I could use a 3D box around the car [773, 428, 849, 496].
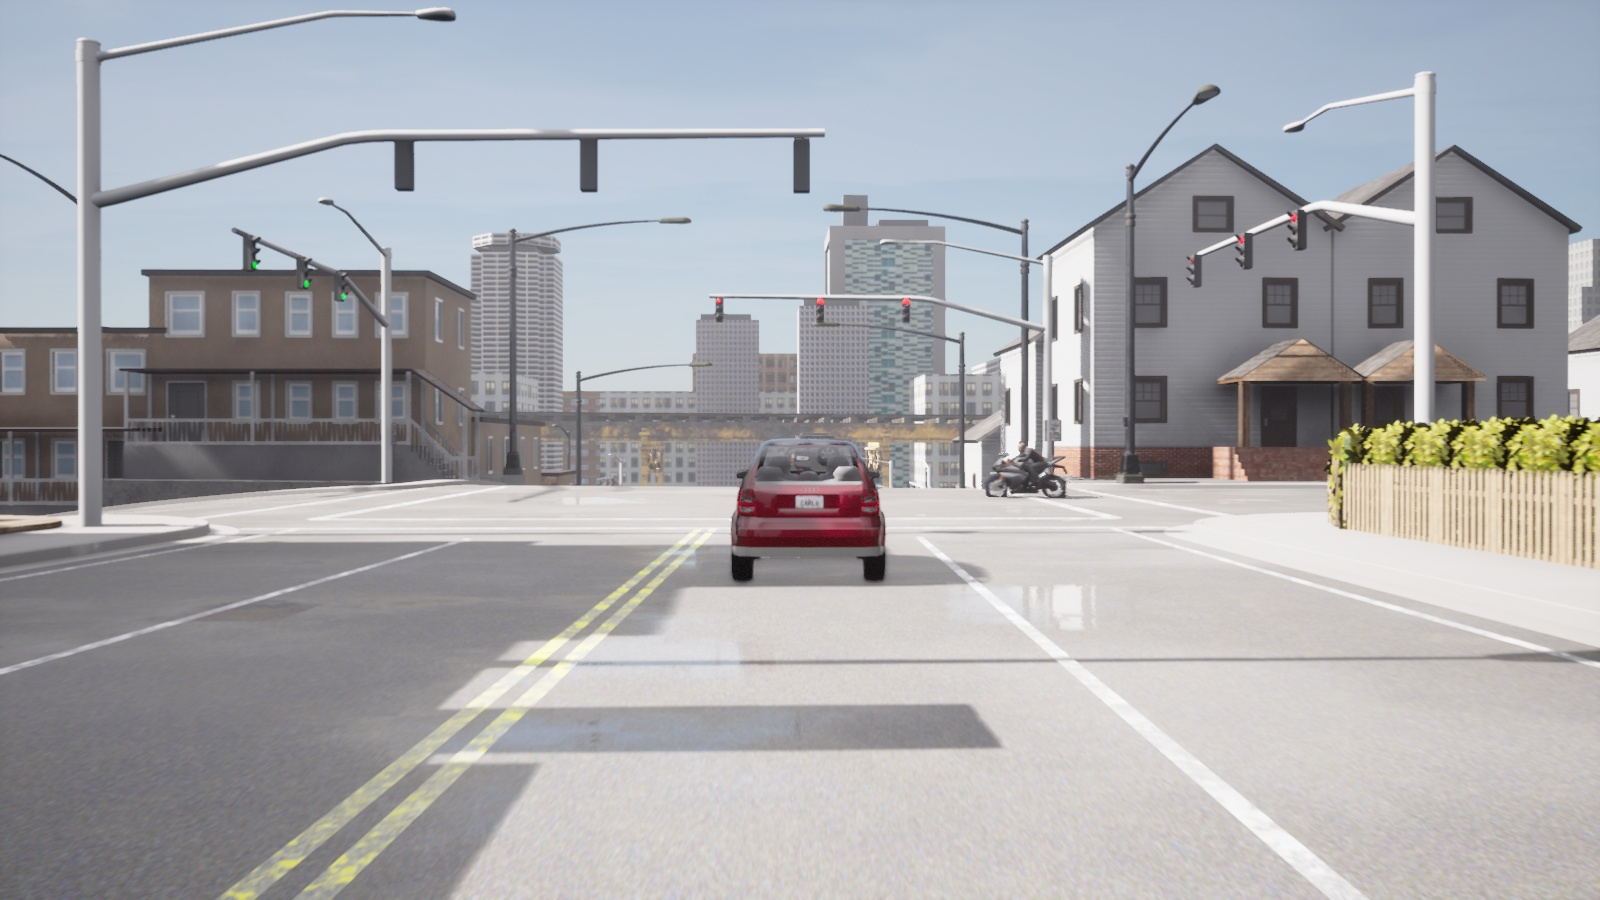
[{"bbox_3d":[0.308,0.459,42.818,1.932,1.855,4.605,1,-6,-8],"label":"car"}]

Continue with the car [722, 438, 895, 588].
[{"bbox_3d":[0.097,0.642,14.827,1.789,1.549,3.705,0,0,0],"label":"car"}]

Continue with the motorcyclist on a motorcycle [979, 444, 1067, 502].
[{"bbox_3d":[5.986,0.603,33.770,2.191,1.530,0.866,1,0,0],"label":"motorcyclist on a motorcycle"}]
